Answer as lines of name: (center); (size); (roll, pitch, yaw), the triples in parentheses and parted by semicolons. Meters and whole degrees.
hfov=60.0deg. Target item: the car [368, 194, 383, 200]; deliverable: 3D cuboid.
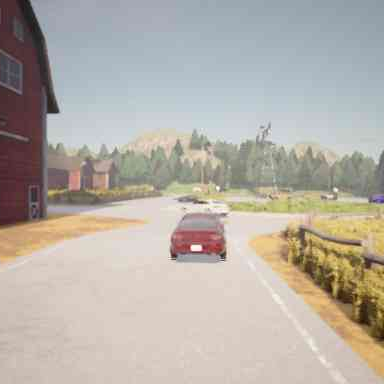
car: (30.637, 1.191, 53.056); (4.611, 1.667, 2.242); (0, 0, 3)

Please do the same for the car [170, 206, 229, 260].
car: (0.335, 1.457, 12.073); (1.812, 1.442, 4.674); (0, 0, 5)

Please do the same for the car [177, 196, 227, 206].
car: (1.061, 1.338, 28.590); (1.812, 1.442, 4.674); (1, 0, -43)

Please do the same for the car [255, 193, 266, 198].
car: (19.044, 1.022, 90.177); (3.905, 1.438, 1.784); (0, 0, 3)

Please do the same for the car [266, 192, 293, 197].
car: (18.100, 0.936, 67.715); (4.605, 1.855, 1.932); (0, 0, 3)

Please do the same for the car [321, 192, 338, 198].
car: (31.847, 0.889, 77.230); (3.866, 1.878, 1.905); (0, 0, 3)

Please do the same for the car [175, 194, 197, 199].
car: (0.224, 1.225, 57.733); (5.357, 1.411, 2.033); (0, 0, -4)

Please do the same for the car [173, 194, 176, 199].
car: (-3.599, 1.138, 81.905); (1.895, 1.301, 4.718); (0, 0, 3)
